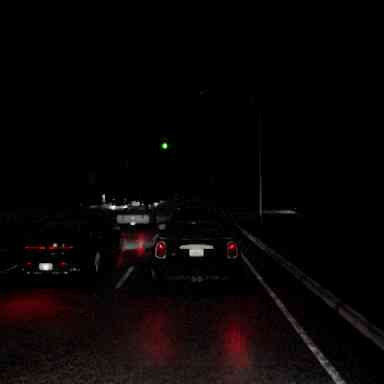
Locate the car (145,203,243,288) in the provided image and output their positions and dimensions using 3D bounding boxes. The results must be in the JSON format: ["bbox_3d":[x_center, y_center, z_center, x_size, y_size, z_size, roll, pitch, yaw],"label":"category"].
[{"bbox_3d":[0.099,1.330,9.376,2.097,1.767,4.553,0,0,0],"label":"car"}]

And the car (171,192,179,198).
[{"bbox_3d":[-4.769,0.895,92.276,1.837,1.490,4.892,0,1,-7],"label":"car"}]

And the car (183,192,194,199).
[{"bbox_3d":[-0.547,1.022,82.802,1.812,1.442,4.674,0,1,-4],"label":"car"}]

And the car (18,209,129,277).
[{"bbox_3d":[-3.401,1.479,10.154,1.837,1.490,4.892,0,0,0],"label":"car"}]

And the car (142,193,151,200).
[{"bbox_3d":[-10.937,1.055,80.480,1.812,1.442,4.674,0,1,-2],"label":"car"}]

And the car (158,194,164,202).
[{"bbox_3d":[-7.068,1.246,62.803,2.033,1.411,5.357,0,0,1],"label":"car"}]

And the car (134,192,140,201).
[{"bbox_3d":[-10.582,0.939,60.034,2.150,2.045,5.566,0,0,0],"label":"car"}]

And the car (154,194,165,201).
[{"bbox_3d":[-7.182,1.149,73.230,2.033,1.411,5.357,0,1,-1],"label":"car"}]

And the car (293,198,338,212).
[{"bbox_3d":[13.774,1.392,35.942,5.357,1.411,2.033,0,0,-3],"label":"car"}]

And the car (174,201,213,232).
[{"bbox_3d":[0.094,1.414,20.545,2.128,1.511,4.902,0,0,0],"label":"car"}]

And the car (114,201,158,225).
[{"bbox_3d":[-3.408,1.519,21.421,1.895,1.301,4.718,0,0,0],"label":"car"}]

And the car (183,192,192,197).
[{"bbox_3d":[-1.287,0.777,92.715,1.994,1.385,4.181,0,1,-7],"label":"car"}]

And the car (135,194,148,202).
[{"bbox_3d":[-10.617,1.163,70.258,2.128,1.511,4.902,0,0,-1],"label":"car"}]

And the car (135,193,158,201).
[{"bbox_3d":[-7.112,1.308,52.735,2.033,1.411,5.357,0,0,0],"label":"car"}]

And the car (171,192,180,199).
[{"bbox_3d":[-4.007,0.994,82.108,1.882,1.535,5.008,0,1,-4],"label":"car"}]

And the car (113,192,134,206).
[{"bbox_3d":[-10.611,1.124,50.593,2.097,1.767,4.553,0,0,0],"label":"car"}]
